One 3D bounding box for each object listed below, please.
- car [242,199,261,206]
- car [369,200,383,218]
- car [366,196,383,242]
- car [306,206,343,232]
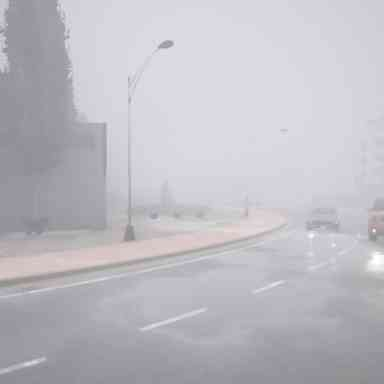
[{"bbox_3d":[10.560,1.843,58.827,1.994,1.385,4.181,0,0,-17],"label":"car"},{"bbox_3d":[18.300,1.541,30.439,2.128,1.511,4.902,0,0,9],"label":"car"},{"bbox_3d":[9.907,1.249,16.291,2.150,2.045,5.566,0,0,28],"label":"car"},{"bbox_3d":[8.357,1.608,20.895,2.033,1.411,5.357,0,0,24],"label":"car"}]
